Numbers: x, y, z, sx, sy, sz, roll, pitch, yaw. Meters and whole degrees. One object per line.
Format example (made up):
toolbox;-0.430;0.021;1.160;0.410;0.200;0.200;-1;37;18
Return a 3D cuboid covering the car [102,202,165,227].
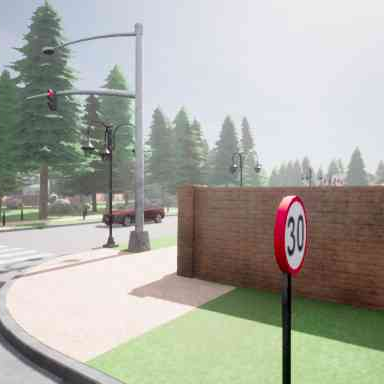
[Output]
car;-3.956;1.464;23.097;1.882;1.535;5.008;0;0;34
